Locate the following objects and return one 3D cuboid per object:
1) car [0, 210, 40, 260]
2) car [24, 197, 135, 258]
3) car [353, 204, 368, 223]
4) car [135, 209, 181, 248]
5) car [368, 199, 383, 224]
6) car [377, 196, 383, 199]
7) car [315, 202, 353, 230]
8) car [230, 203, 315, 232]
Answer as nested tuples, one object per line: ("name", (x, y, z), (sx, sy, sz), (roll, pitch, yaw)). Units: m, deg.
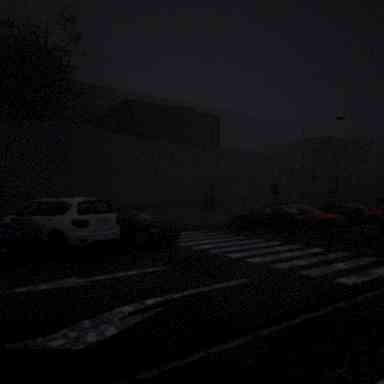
("car", (-7.611, 1.492, 11.217), (5.008, 1.535, 2.097), (-1, -1, 35))
("car", (-5.210, 1.235, 12.957), (5.566, 2.045, 2.435), (-1, -1, 35))
("car", (9.365, 1.532, 23.339), (4.792, 1.488, 2.163), (-1, -1, 35))
("car", (-2.754, 1.485, 14.683), (4.892, 1.521, 2.231), (-1, -1, 34))
("car", (11.975, 1.507, 24.953), (5.366, 1.575, 1.946), (-1, -1, 35))
("car", (16.703, 1.400, 28.502), (4.553, 1.767, 2.185), (-1, -1, 34))
("car", (7.116, 1.488, 21.492), (5.366, 1.575, 1.946), (-1, -1, 35))
("car", (4.535, 1.528, 19.860), (4.674, 1.452, 2.002), (-1, -1, 35))
